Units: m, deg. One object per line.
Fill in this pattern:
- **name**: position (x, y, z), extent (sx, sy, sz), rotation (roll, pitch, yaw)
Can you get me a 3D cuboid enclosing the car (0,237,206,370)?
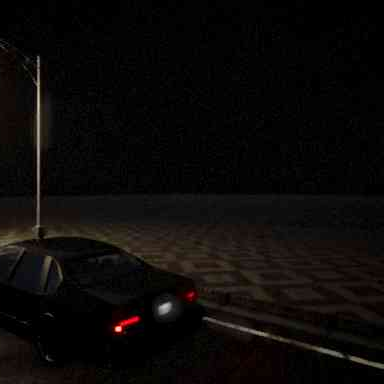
- **car**: position (-2.380, 1.517, 5.692), extent (5.357, 1.411, 2.033), rotation (0, 0, 36)
